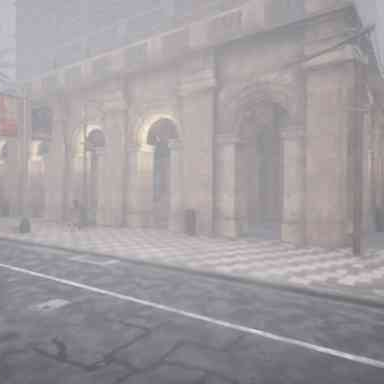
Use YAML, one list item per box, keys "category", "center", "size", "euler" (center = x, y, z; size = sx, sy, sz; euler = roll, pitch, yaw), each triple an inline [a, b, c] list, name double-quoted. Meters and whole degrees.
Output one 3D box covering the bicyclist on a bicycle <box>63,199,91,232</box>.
- category: "bicyclist on a bicycle"
  center: [-5.795, 1.187, 16.853]
  size: [0.582, 1.620, 1.656]
  euler: [0, 1, 35]
